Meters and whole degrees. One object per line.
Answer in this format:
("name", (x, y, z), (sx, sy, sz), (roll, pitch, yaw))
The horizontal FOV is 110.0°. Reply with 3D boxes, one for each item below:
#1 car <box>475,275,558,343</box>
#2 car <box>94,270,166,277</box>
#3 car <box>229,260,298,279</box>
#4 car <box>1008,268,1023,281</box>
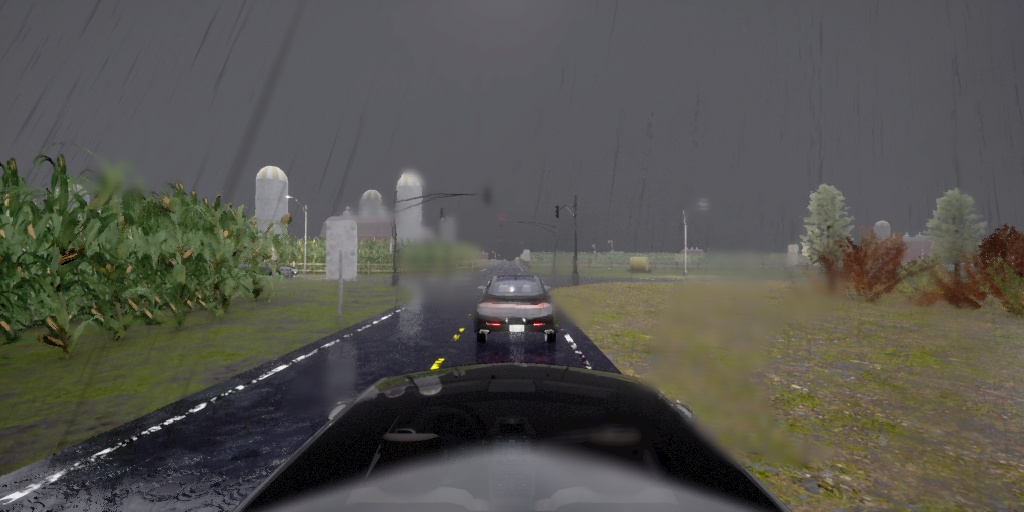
("car", (0.099, 1.245, 9.660), (2.128, 1.511, 4.902), (0, 0, 0))
("car", (-30.370, 1.031, 28.230), (5.357, 1.411, 2.033), (0, -1, -3))
("car", (-19.947, 1.059, 28.811), (4.902, 1.511, 2.128), (0, -1, -4))
("car", (48.659, 1.720, 33.524), (4.674, 1.442, 1.812), (1, -1, -5))
